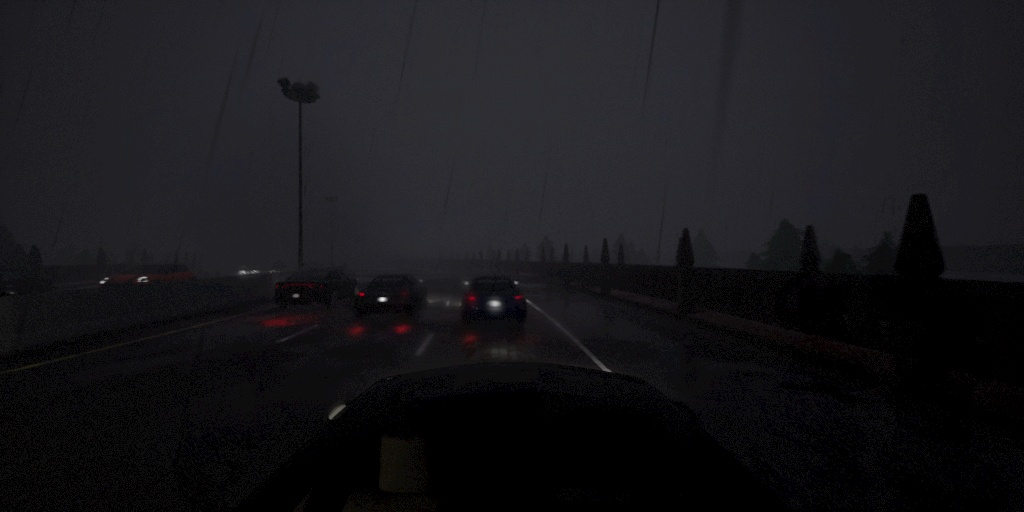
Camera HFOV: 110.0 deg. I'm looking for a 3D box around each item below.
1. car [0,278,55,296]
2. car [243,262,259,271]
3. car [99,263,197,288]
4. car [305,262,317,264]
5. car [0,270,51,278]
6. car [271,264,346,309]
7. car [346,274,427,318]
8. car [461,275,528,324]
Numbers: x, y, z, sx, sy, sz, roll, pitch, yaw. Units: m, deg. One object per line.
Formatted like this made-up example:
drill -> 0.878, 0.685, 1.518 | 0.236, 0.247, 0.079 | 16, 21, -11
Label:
car -> -14.512, 1.417, 8.633 | 1.895, 1.301, 4.718 | 0, 0, -5
car -> -38.329, 1.572, 52.689 | 1.895, 1.301, 4.718 | 0, 0, -36
car -> -19.749, 1.205, 19.715 | 2.097, 1.767, 4.553 | 0, 0, -13
car -> -26.831, 1.467, 47.874 | 2.033, 1.411, 5.357 | 0, 0, -30
car -> -22.374, 1.348, 14.919 | 2.128, 1.511, 4.902 | 0, 0, -10
car -> -8.095, 1.278, 15.336 | 1.882, 1.535, 5.008 | 0, 0, -8
car -> -4.332, 1.347, 13.325 | 1.994, 1.385, 4.181 | 0, 0, -7
car -> -0.671, 1.332, 12.109 | 1.994, 1.385, 4.181 | 0, 0, -6
